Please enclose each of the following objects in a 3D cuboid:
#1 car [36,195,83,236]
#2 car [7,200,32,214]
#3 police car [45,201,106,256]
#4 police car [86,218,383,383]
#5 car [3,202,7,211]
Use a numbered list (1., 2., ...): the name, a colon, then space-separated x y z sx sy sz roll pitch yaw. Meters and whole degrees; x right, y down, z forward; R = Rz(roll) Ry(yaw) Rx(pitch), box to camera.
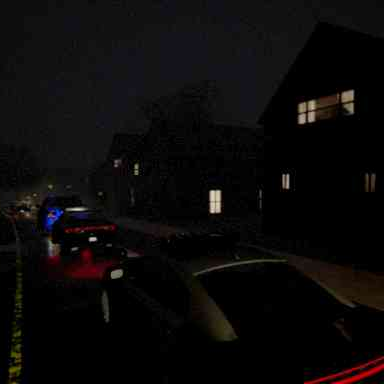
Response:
1. car: -7.373 1.210 18.685 2.150 2.045 5.566 -2 1 -29
2. car: -19.414 1.747 37.604 1.895 1.301 4.718 -2 1 -32
3. police car: -4.538 1.389 13.443 1.930 1.638 5.238 -2 1 -28
4. police car: 0.058 1.368 4.488 1.930 1.638 5.238 -2 1 -26
5. car: -24.895 1.805 46.099 1.994 1.385 4.181 -2 1 -34
